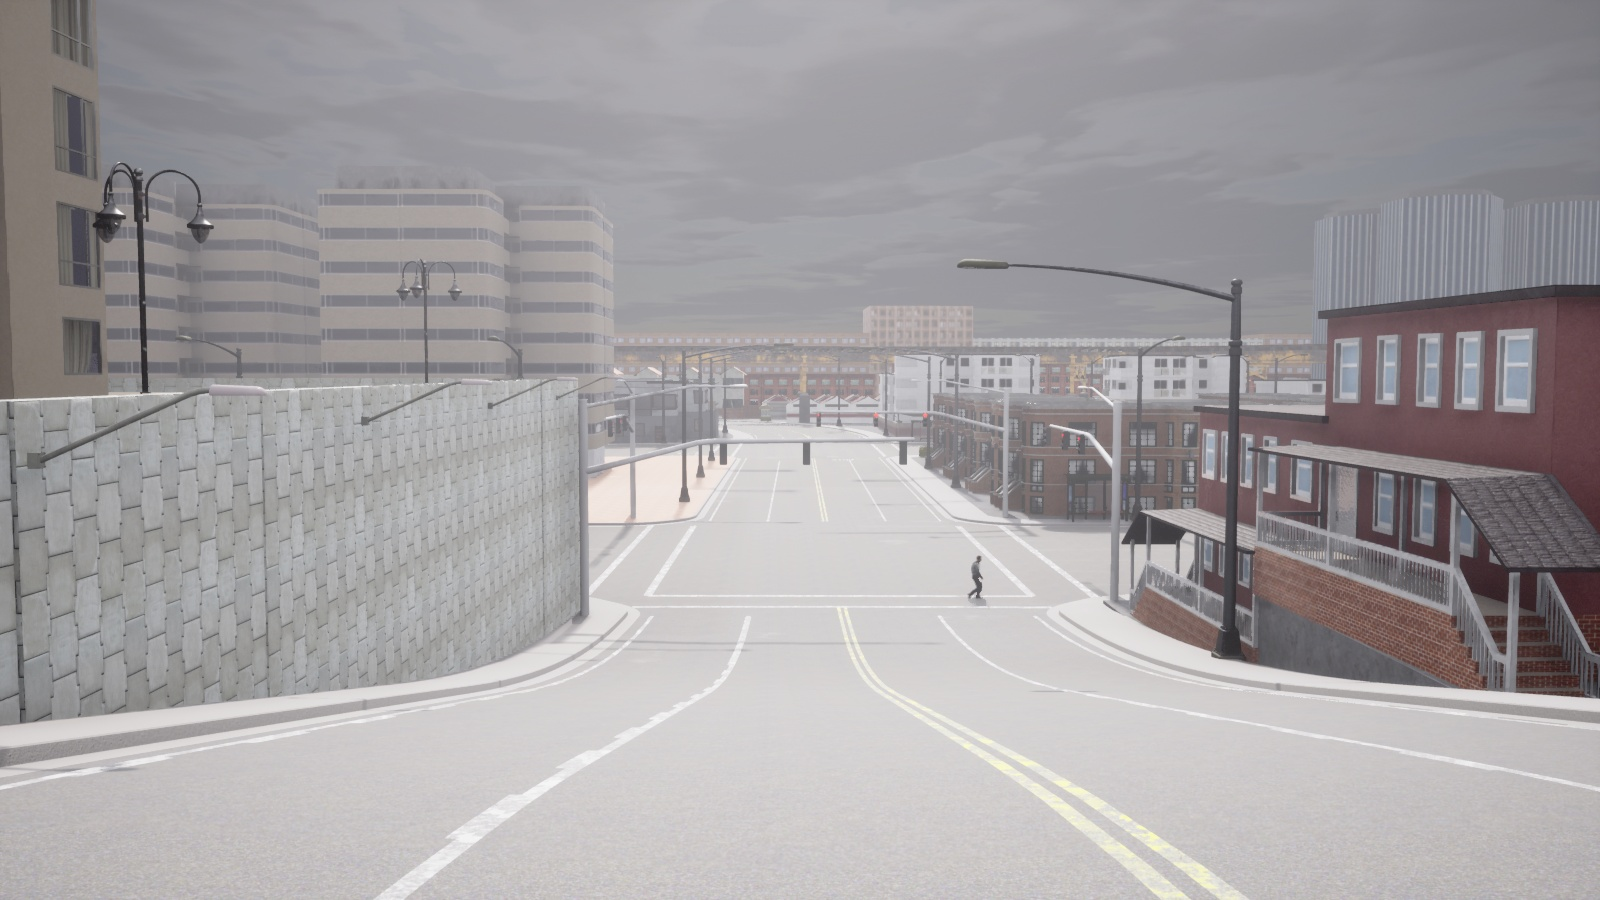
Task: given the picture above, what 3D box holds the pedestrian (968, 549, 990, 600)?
[{"bbox_3d":[7.084,4.924,49.679,0.788,1.949,0.423,0,4,1],"label":"pedestrian"}]
